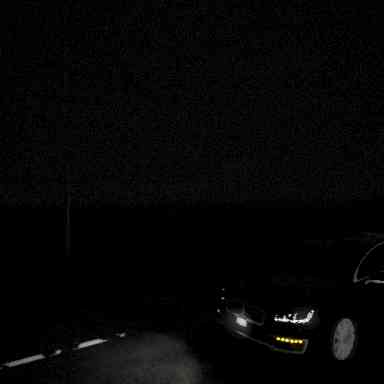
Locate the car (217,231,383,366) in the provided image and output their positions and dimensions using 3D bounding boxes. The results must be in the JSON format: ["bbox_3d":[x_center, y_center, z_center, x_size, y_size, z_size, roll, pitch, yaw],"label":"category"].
[{"bbox_3d":[2.643,1.504,5.883,4.892,1.490,1.837,0,0,-36],"label":"car"}]
